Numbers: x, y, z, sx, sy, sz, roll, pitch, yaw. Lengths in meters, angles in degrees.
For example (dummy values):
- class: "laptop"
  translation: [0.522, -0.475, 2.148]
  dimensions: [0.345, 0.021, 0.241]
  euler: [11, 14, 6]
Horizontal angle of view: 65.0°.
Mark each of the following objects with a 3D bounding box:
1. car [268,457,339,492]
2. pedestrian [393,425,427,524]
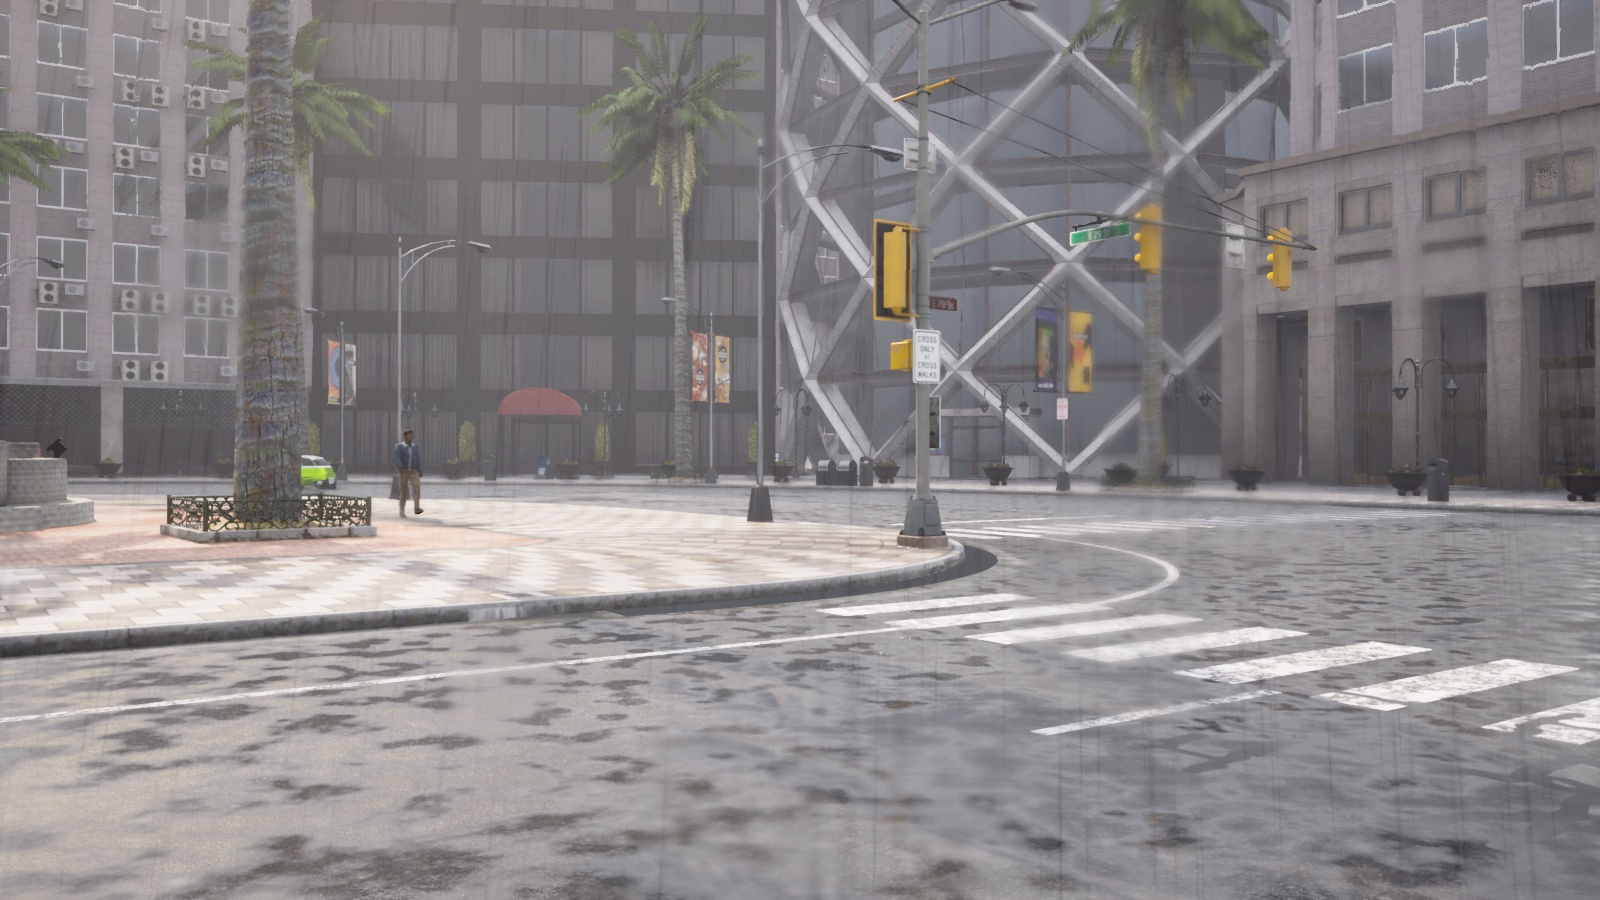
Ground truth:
- class: "car"
  translation: [-19.887, 0.965, 50.324]
  dimensions: [2.207, 1.376, 1.481]
  euler: [0, 0, 7]
- class: "pedestrian"
  translation: [-7.779, 0.479, 25.055]
  dimensions: [0.423, 1.949, 0.788]
  euler: [0, 0, -36]
